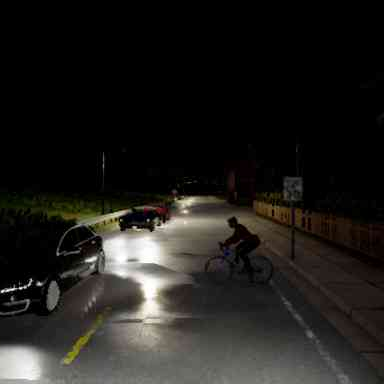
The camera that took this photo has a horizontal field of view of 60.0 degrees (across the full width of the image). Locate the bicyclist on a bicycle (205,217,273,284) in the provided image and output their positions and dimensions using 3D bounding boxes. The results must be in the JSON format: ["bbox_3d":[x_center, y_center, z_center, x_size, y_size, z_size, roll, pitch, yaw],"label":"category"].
[{"bbox_3d":[1.136,1.428,8.022,1.656,1.620,0.582,0,0,2],"label":"bicyclist on a bicycle"}]

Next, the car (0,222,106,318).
[{"bbox_3d":[-3.408,1.501,7.615,1.837,1.490,4.892,0,-1,2],"label":"car"}]

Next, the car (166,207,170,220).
[{"bbox_3d":[-2.739,1.546,25.158,1.812,1.442,4.674,0,0,2],"label":"car"}]

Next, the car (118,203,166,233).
[{"bbox_3d":[-2.975,1.587,19.909,1.895,1.301,4.718,0,0,2],"label":"car"}]
